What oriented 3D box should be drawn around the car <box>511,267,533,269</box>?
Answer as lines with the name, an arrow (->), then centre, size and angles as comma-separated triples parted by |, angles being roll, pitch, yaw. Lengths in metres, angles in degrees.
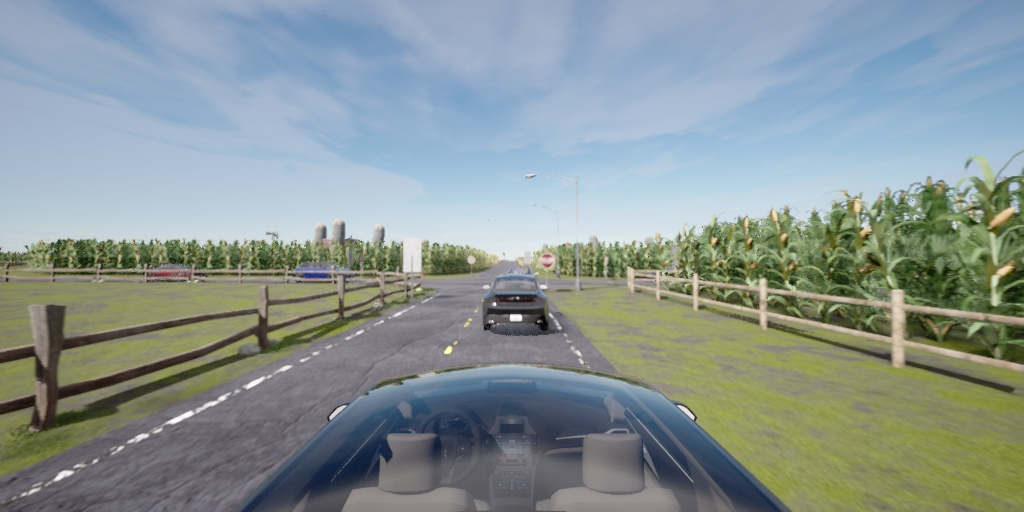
car -> 0.655, 1.437, 22.497 | 2.128, 1.511, 4.902 | 0, 0, 8

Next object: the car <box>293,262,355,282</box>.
car -> -15.612, 1.267, 29.988 | 4.553, 1.767, 2.097 | 0, -1, 2

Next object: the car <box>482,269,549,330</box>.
car -> 0.100, 1.349, 11.555 | 1.837, 1.490, 4.892 | 0, 0, 0

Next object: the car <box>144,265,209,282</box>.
car -> -28.126, 1.413, 30.168 | 4.181, 1.385, 1.994 | 0, -1, 1

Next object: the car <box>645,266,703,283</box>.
car -> 14.773, 1.635, 32.683 | 5.008, 1.535, 1.882 | 0, -1, 0
